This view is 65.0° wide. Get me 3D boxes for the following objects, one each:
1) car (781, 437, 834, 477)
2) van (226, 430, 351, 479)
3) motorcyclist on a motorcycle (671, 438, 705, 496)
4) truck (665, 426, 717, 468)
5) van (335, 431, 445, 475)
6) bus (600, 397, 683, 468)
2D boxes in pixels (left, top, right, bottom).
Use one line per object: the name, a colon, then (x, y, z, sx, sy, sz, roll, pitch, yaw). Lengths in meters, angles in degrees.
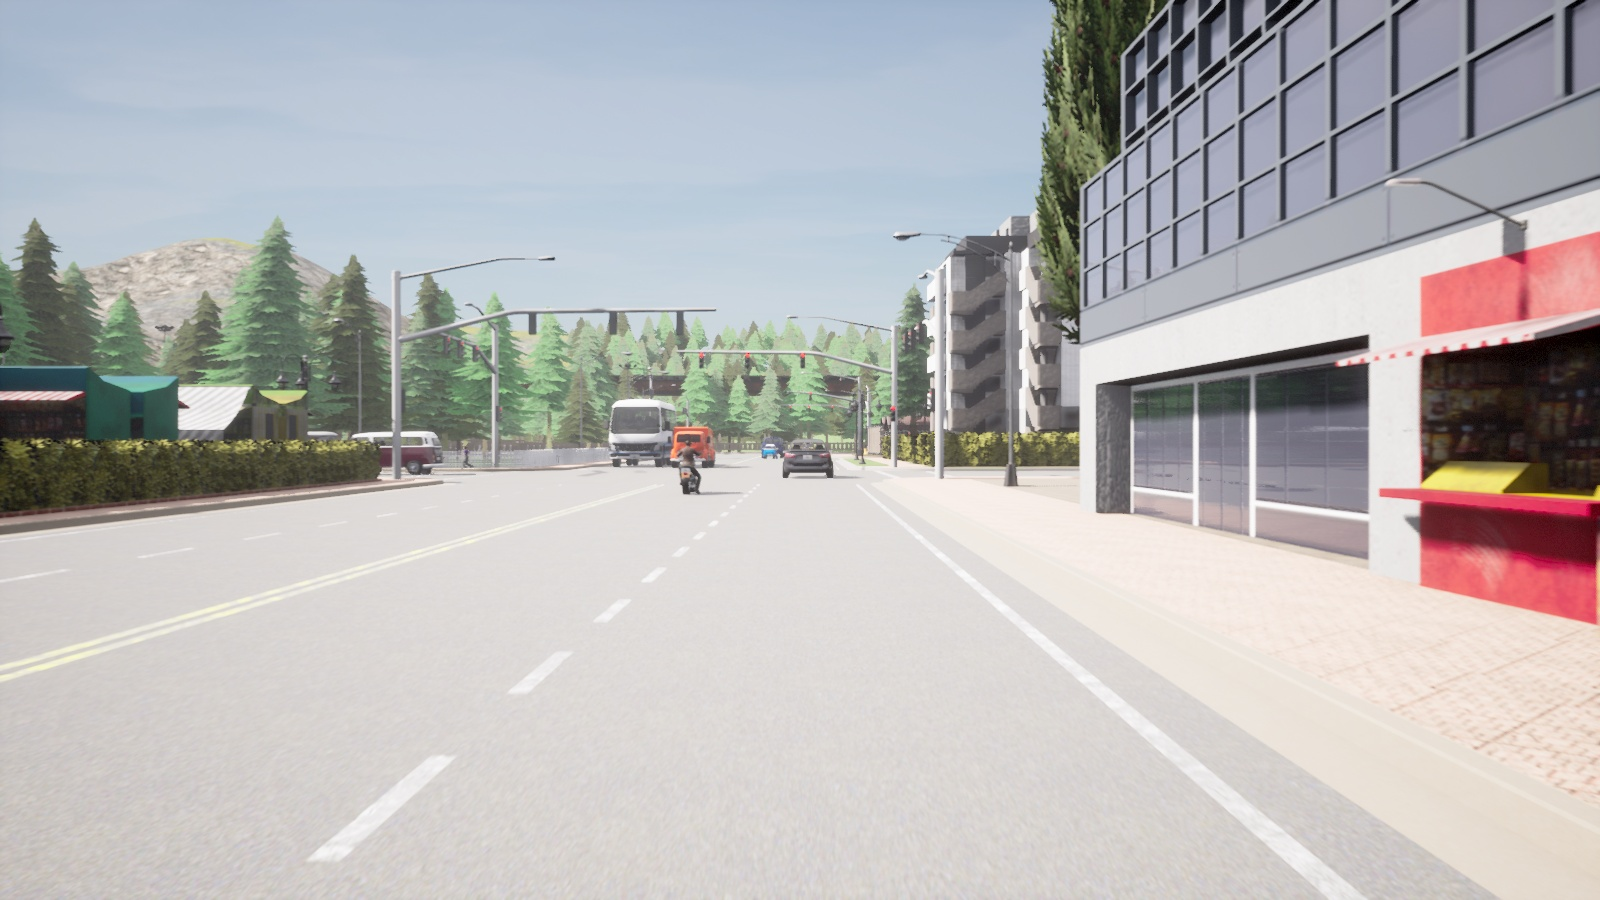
car: (0.340, 0.280, 55.150, 2.242, 1.667, 4.611, 0, 0, 0)
van: (-21.128, 0.189, 52.017, 4.442, 1.987, 1.775, 0, 0, -1)
motorcyclist on a motorcycle: (-3.268, 0.486, 36.863, 0.766, 1.649, 2.350, 0, 0, 0)
truck: (-6.537, -0.164, 75.970, 2.627, 2.467, 5.204, 0, 0, 0)
van: (-19.238, 0.122, 59.017, 4.480, 2.038, 2.069, 0, 0, 1)
bus: (-10.010, -1.092, 80.499, 3.944, 4.253, 10.273, 0, 0, 0)
